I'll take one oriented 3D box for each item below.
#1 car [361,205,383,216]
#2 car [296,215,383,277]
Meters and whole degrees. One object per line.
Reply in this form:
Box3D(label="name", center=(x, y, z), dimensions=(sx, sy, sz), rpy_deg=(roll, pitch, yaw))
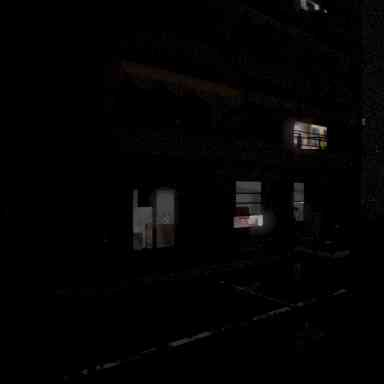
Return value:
Box3D(label="car", center=(16.791, 1.888, 32.071), dimensions=(1.895, 1.301, 4.718), rpy_deg=(0, -1, -36))
Box3D(label="car", center=(5.012, 1.582, 10.209), dimensions=(4.206, 1.307, 1.802), rpy_deg=(0, 0, -36))
